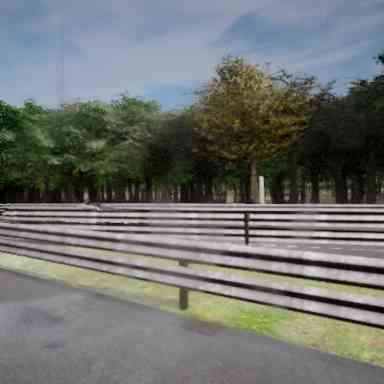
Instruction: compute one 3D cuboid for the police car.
[{"bbox_3d":[-5.592,1.407,17.906,4.974,1.542,2.038,-1,-1,23],"label":"police car"}]
